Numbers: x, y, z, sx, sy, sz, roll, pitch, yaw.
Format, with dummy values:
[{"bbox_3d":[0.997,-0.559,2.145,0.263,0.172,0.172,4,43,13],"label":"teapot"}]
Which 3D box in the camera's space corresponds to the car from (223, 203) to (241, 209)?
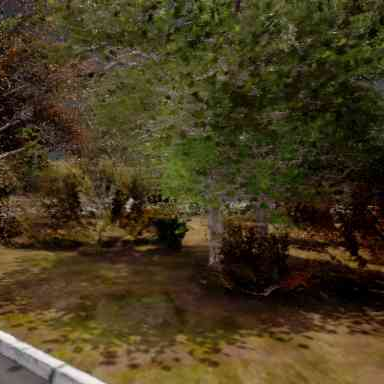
[{"bbox_3d":[6.192,2.283,46.577,1.946,1.575,5.366,0,0,35],"label":"car"}]
